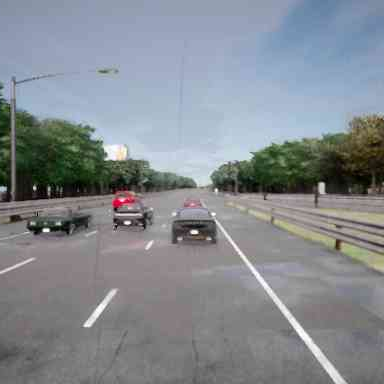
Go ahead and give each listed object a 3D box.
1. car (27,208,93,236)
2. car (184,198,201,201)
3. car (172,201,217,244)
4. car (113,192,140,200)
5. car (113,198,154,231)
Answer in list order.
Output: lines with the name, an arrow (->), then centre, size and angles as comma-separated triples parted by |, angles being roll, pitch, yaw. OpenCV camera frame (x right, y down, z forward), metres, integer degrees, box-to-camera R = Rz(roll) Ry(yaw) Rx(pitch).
car -> -6.906, 1.508, 17.983 | 1.895, 1.301, 4.718 | 0, 1, 0
car -> 0.089, 1.292, 36.852 | 1.994, 1.385, 4.181 | 0, 0, 0
car -> 0.095, 1.407, 15.565 | 1.882, 1.535, 5.008 | 0, 1, 0
car -> -6.911, 0.961, 35.562 | 2.150, 2.045, 5.566 | 0, 1, 0
car -> -3.406, 1.379, 19.982 | 2.128, 1.511, 4.902 | 0, 1, 0
